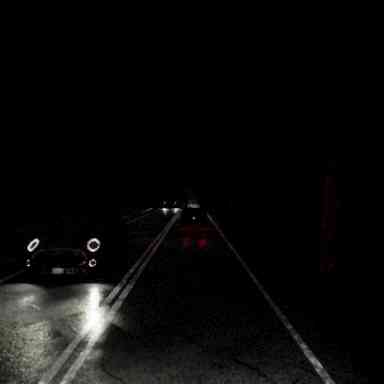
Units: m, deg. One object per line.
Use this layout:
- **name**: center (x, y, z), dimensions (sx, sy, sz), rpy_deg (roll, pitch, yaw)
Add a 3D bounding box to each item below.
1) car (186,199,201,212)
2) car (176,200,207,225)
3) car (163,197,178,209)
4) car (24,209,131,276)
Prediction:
- **car**: center (0.175, 1.732, 42.963), dimensions (1.812, 1.442, 4.674), rpy_deg (0, 0, 0)
- **car**: center (0.137, 1.606, 25.400), dimensions (2.128, 1.511, 4.902), rpy_deg (0, 0, 0)
- **car**: center (-3.231, 1.600, 51.319), dimensions (2.097, 1.767, 4.553), rpy_deg (0, 0, 0)
- **car**: center (-3.341, 1.383, 10.535), dimensions (2.097, 1.767, 4.553), rpy_deg (0, 0, 0)
